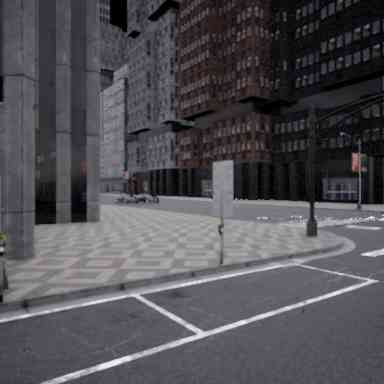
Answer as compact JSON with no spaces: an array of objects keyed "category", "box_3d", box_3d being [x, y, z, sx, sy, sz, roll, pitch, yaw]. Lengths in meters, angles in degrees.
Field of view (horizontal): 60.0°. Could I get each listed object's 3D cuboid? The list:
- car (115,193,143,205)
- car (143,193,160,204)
[{"category":"car","box_3d":[-8.993,0.917,45.781,1.837,1.490,4.892,0,1,-36]},{"category":"car","box_3d":[-6.341,0.911,47.663,1.837,1.490,4.892,0,1,-36]}]
